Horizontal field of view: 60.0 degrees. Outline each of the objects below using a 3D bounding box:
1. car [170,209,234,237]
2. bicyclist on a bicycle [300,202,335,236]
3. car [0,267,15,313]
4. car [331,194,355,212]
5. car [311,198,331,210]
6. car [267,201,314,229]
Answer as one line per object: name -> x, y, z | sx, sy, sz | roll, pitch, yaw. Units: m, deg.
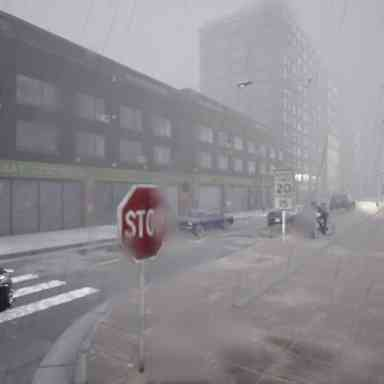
car -> 0.477, 1.631, 18.376 | 1.895, 1.301, 4.718 | 0, 0, 33
bicyclist on a bicycle -> 6.103, 1.320, 16.277 | 1.656, 1.620, 0.582 | 0, 0, 33
car -> -5.058, 1.520, 4.493 | 2.128, 1.511, 4.902 | 0, 0, 33
car -> 18.158, 1.248, 40.067 | 2.150, 2.045, 5.566 | 0, 0, 33
car -> 15.008, 1.524, 40.532 | 2.128, 1.511, 4.902 | 0, 0, 34
car -> 6.494, 1.550, 22.191 | 1.812, 1.442, 4.674 | 0, 0, 33
